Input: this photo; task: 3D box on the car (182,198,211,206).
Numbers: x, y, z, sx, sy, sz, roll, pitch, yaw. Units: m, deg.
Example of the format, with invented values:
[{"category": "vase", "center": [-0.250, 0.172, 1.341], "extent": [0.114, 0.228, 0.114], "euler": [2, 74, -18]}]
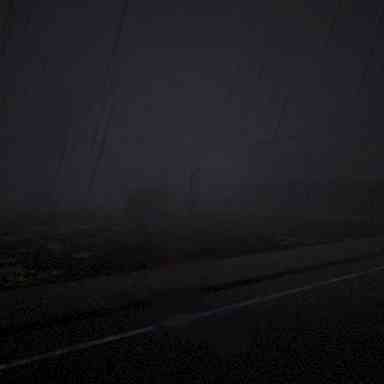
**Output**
[{"category": "car", "center": [0.317, 1.700, 50.779], "extent": [1.837, 1.490, 4.892], "euler": [0, -1, -33]}]

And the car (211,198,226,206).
[{"category": "car", "center": [3.468, 1.740, 52.400], "extent": [1.812, 1.442, 4.674], "euler": [0, 0, -33]}]
